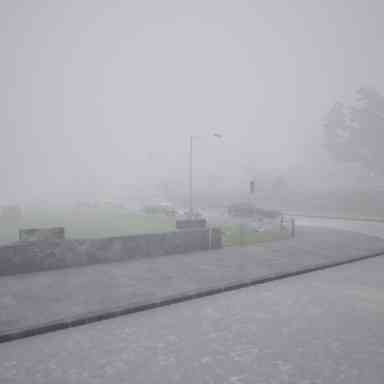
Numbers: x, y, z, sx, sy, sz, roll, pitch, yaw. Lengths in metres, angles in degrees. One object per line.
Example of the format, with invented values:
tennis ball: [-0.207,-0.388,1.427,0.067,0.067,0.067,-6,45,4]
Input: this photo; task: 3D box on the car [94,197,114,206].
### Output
car: [-14.569,1.520,54.756,1.882,1.535,5.008,0,0,-36]

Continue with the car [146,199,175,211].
car: [-3.875,1.526,39.618,1.812,1.442,4.674,0,0,-36]

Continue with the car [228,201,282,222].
car: [5.025,1.478,27.145,1.882,1.535,5.008,0,0,-36]
